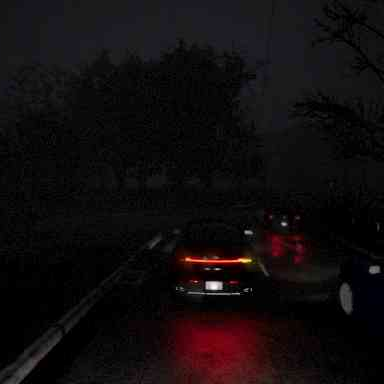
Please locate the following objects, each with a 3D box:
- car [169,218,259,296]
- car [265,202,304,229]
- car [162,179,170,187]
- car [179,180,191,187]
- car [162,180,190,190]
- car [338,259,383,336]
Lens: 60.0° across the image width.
[{"bbox_3d":[0.534,1.416,8.481,1.837,1.490,4.892,0,1,3],"label":"car"},{"bbox_3d":[5.082,1.201,18.802,1.895,1.301,4.718,1,3,12],"label":"car"},{"bbox_3d":[-6.552,-2.244,83.429,2.097,1.767,4.553,0,1,-5],"label":"car"},{"bbox_3d":[-1.632,-1.783,72.501,1.837,1.490,4.892,-1,2,-10],"label":"car"},{"bbox_3d":[-2.705,-1.075,58.343,4.892,1.490,1.837,1,2,22],"label":"car"},{"bbox_3d":[3.563,1.458,4.138,1.882,1.535,5.008,0,0,2],"label":"car"}]
